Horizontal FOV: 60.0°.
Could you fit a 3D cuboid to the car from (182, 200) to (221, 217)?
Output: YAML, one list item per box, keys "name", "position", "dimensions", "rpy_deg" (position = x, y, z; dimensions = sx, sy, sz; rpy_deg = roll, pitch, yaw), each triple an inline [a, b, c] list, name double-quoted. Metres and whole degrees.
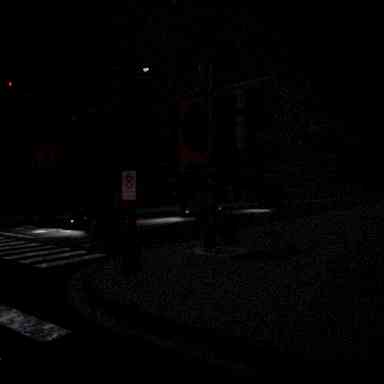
- name: "car"
  position: [0.970, 1.534, 31.991]
  dimensions: [2.128, 1.511, 4.902]
  rpy_deg: [0, 0, 35]

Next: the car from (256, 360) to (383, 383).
- name: "car"
  position: [2.150, 1.551, 1.312]
  dimensions: [4.403, 1.369, 2.008]
  rpy_deg: [0, 0, 36]

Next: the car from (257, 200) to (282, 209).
- name: "car"
  position: [10.710, 1.680, 45.697]
  dimensions: [1.895, 1.301, 4.718]
  rpy_deg: [0, 0, 36]

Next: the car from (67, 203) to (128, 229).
- name: "car"
  position: [-5.969, 1.525, 22.215]
  dimensions: [1.837, 1.490, 4.892]
  rpy_deg: [0, 0, 32]
